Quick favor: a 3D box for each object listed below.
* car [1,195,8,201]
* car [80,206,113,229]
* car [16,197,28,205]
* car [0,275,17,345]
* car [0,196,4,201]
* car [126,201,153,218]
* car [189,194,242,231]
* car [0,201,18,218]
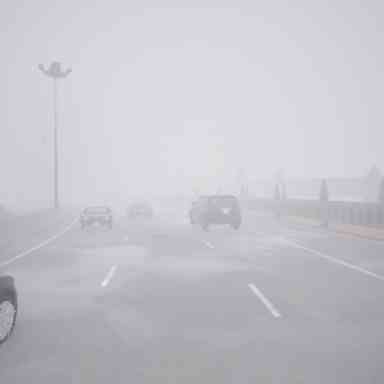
[{"bbox_3d":[-44.549,1.541,78.609,1.837,1.490,4.892,-1,0,-28],"label":"car"},{"bbox_3d":[-6.133,1.576,21.681,1.895,1.301,4.718,0,0,-13],"label":"car"},{"bbox_3d":[-30.842,1.596,60.289,2.033,1.411,5.357,-1,0,-28],"label":"car"},{"bbox_3d":[-3.634,1.483,3.264,1.882,1.535,5.008,0,0,-2],"label":"car"},{"bbox_3d":[-25.062,1.570,41.745,1.837,1.490,4.892,0,1,-27],"label":"car"},{"bbox_3d":[-4.753,1.508,29.688,1.994,1.385,4.181,0,0,-17],"label":"car"},{"bbox_3d":[1.295,1.158,20.478,2.150,2.045,5.566,0,0,-11],"label":"car"},{"bbox_3d":[-14.015,1.584,23.323,1.994,1.385,4.181,0,0,-16],"label":"car"}]
